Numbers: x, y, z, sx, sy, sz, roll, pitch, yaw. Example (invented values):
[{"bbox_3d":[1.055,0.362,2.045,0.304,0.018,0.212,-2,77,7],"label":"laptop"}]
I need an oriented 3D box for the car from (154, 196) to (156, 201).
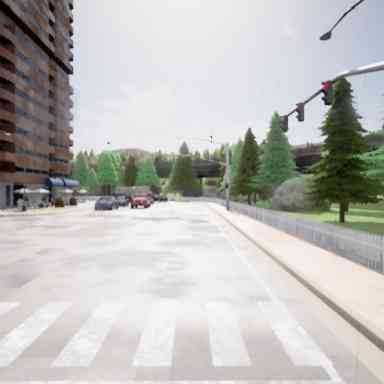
[{"bbox_3d":[-7.908,1.599,59.567,1.895,1.301,4.718,0,0,-8],"label":"car"}]

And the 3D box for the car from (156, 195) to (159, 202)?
[{"bbox_3d":[-10.354,1.223,73.864,2.150,2.045,5.566,0,0,-39],"label":"car"}]

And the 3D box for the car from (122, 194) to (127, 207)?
[{"bbox_3d":[-10.781,1.503,50.623,1.837,1.490,4.892,0,0,-1],"label":"car"}]

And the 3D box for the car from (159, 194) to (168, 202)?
[{"bbox_3d":[-7.484,1.353,75.864,2.097,1.767,4.553,0,0,-39],"label":"car"}]

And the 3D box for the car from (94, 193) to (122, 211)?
[{"bbox_3d":[-10.652,1.351,41.657,2.097,1.767,4.553,0,0,0],"label":"car"}]

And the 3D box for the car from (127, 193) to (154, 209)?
[{"bbox_3d":[-7.149,1.220,46.745,2.150,2.045,5.566,0,0,0],"label":"car"}]

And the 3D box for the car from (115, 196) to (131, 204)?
[{"bbox_3d":[-13.712,1.562,66.012,1.994,1.385,4.181,0,0,-27],"label":"car"}]
